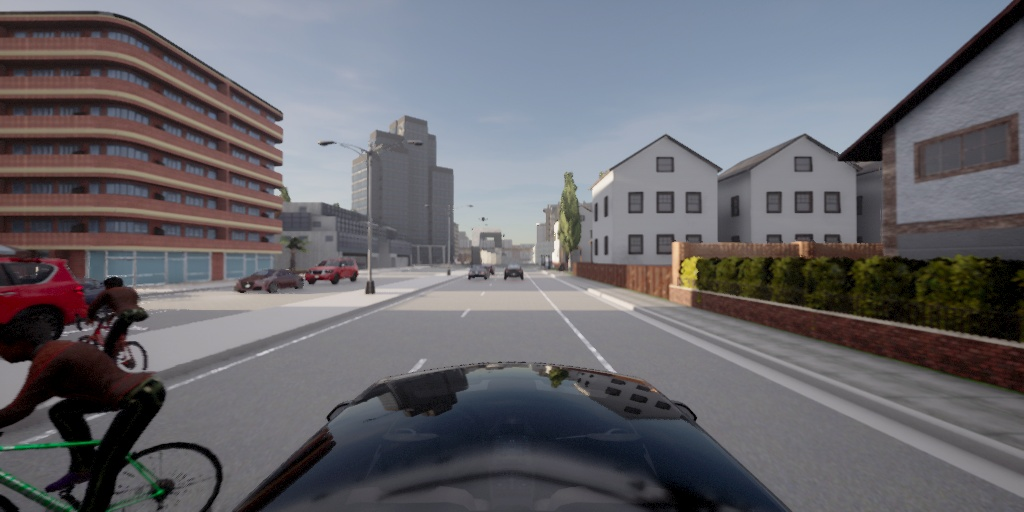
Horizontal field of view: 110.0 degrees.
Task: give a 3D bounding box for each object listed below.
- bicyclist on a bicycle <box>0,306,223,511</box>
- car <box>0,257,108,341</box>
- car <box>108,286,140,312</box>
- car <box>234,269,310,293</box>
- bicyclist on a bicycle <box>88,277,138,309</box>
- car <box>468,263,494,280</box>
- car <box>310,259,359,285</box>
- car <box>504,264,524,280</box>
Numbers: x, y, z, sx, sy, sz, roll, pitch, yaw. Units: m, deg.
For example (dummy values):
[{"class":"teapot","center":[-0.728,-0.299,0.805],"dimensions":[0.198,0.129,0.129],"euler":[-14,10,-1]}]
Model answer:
[{"class":"bicyclist on a bicycle","center":[-2.893,1.209,2.291],"dimensions":[1.656,1.620,0.582],"euler":[0,0,-32]},{"class":"car","center":[-11.586,1.019,6.480],"dimensions":[2.150,2.045,5.566],"euler":[0,-1,0]},{"class":"car","center":[-15.070,1.418,11.788],"dimensions":[1.994,1.385,4.181],"euler":[0,-1,0]},{"class":"car","center":[-14.964,1.525,22.319],"dimensions":[1.994,1.385,4.181],"euler":[0,0,1]},{"class":"bicyclist on a bicycle","center":[-6.235,1.163,5.590],"dimensions":[1.656,1.620,0.582],"euler":[2,-7,13]},{"class":"car","center":[-3.318,1.656,36.445],"dimensions":[2.033,1.411,5.357],"euler":[0,-1,1]},{"class":"car","center":[-14.968,1.266,30.269],"dimensions":[2.150,2.045,5.566],"euler":[0,-1,0]},{"class":"car","center":[0.179,1.582,35.975],"dimensions":[1.882,1.535,5.008],"euler":[0,-1,0]}]
